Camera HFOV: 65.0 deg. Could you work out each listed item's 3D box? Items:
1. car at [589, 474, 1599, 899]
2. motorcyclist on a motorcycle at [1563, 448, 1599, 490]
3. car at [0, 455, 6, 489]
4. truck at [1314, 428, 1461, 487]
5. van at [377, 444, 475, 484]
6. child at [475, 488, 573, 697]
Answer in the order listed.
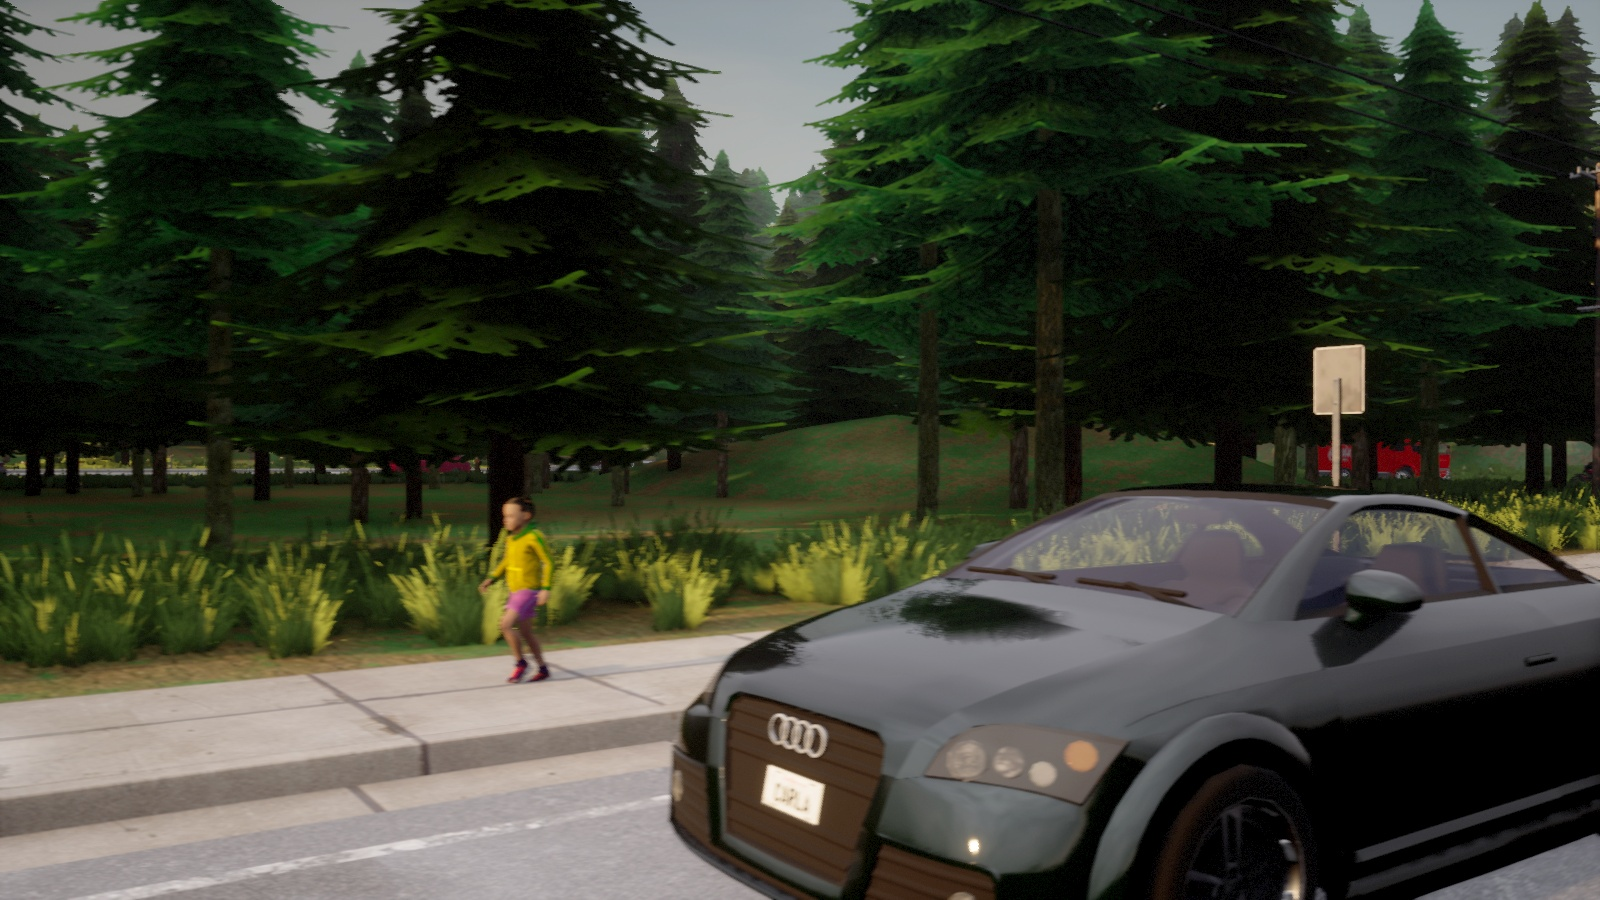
[{"bbox_3d":[1.553,0.817,4.733,4.181,1.385,1.994,0,0,-35],"label":"car"},{"bbox_3d":[31.953,0.752,50.385,0.766,1.649,2.350,0,0,-19],"label":"motorcyclist on a motorcycle"},{"bbox_3d":[-37.449,0.972,55.182,4.193,1.474,1.816,0,0,-36],"label":"car"},{"bbox_3d":[25.669,0.339,55.047,2.627,2.467,5.204,0,0,-35],"label":"truck"},{"bbox_3d":[-19.012,0.694,63.890,4.442,1.987,1.775,0,0,-35],"label":"van"},{"bbox_3d":[-1.609,0.808,7.319,0.473,1.160,0.299,0,0,-38],"label":"child"}]
